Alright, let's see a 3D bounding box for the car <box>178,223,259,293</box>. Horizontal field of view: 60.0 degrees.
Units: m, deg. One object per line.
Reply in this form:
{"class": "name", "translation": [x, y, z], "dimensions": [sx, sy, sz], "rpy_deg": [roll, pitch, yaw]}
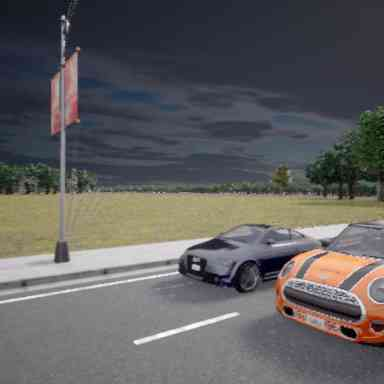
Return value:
{"class": "car", "translation": [1.716, 1.567, 8.896], "dimensions": [4.181, 1.385, 1.994], "rpy_deg": [0, 0, -35]}

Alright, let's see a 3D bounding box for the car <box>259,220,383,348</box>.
{"class": "car", "translation": [3.685, 1.355, 6.309], "dimensions": [4.553, 1.767, 2.097], "rpy_deg": [0, 0, -35]}
